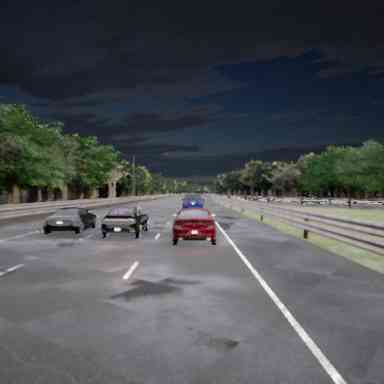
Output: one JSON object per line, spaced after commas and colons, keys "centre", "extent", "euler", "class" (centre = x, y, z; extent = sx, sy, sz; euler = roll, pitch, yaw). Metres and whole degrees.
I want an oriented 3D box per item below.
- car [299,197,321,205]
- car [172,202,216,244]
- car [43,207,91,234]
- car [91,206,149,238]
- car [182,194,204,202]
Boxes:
{"centre": [22.427, 1.718, 63.543], "extent": [1.882, 1.535, 5.008], "euler": [0, 0, -20], "class": "car"}
{"centre": [0.104, 1.478, 15.970], "extent": [1.882, 1.535, 5.008], "euler": [0, 0, 0], "class": "car"}
{"centre": [-6.898, 1.566, 19.312], "extent": [1.994, 1.385, 4.181], "euler": [0, 0, 0], "class": "car"}
{"centre": [-3.396, 1.492, 17.586], "extent": [2.128, 1.511, 4.902], "euler": [0, 0, 0], "class": "car"}
{"centre": [0.104, 1.239, 34.934], "extent": [2.150, 2.045, 5.566], "euler": [0, 0, 0], "class": "car"}
